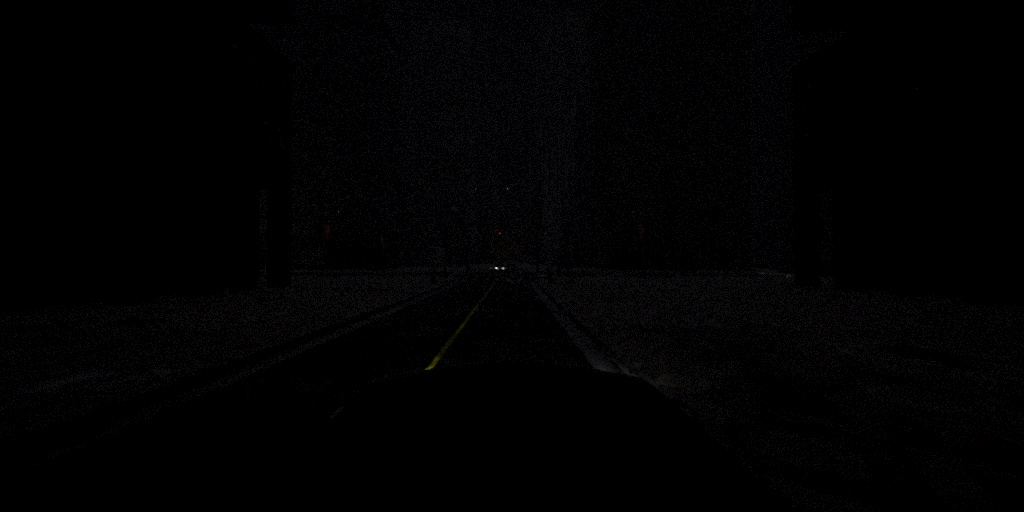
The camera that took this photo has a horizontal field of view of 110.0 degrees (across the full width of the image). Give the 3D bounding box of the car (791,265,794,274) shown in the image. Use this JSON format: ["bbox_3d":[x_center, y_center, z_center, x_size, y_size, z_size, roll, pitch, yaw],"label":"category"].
[{"bbox_3d":[38.972,1.895,45.946,4.181,1.385,1.994,0,-1,1],"label":"car"}]

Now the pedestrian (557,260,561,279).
[{"bbox_3d":[4.626,1.301,35.516,0.375,1.860,0.375,0,-1,0],"label":"pedestrian"}]

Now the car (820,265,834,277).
[{"bbox_3d":[39.152,1.805,42.695,4.892,1.490,1.837,-1,-1,1],"label":"car"}]

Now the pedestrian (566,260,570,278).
[{"bbox_3d":[5.626,1.319,36.116,0.375,1.860,0.375,0,-1,0],"label":"pedestrian"}]

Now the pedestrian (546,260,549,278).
[{"bbox_3d":[3.626,1.311,36.716,0.375,1.860,0.375,0,-1,0],"label":"pedestrian"}]
